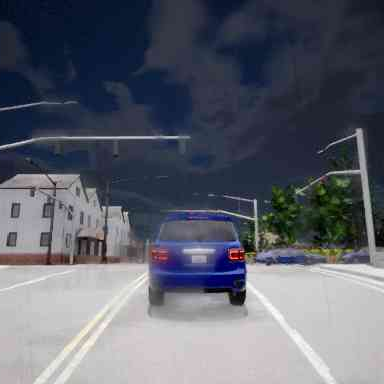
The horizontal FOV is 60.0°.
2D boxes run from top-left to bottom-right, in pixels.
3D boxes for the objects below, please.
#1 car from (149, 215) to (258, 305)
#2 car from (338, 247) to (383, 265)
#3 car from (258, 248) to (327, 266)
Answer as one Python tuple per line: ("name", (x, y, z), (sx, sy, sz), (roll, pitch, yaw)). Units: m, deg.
("car", (0.084, 1.760, 9.277), (2.150, 2.045, 5.566), (0, -7, -1))
("car", (15.444, 5.654, 29.571), (4.553, 1.767, 2.097), (0, -12, 1))
("car", (7.512, 5.068, 25.905), (5.357, 1.411, 2.033), (-1, -12, 4))
